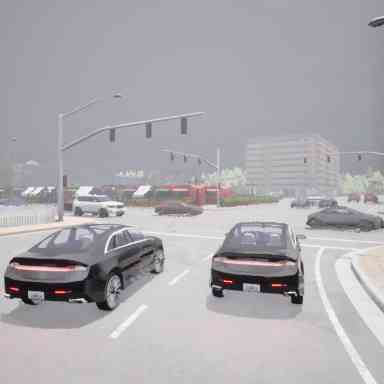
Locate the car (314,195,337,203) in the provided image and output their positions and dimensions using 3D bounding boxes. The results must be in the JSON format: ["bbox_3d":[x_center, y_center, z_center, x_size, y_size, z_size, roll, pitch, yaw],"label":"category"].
[{"bbox_3d":[18.590,1.491,45.307,2.128,1.511,4.902,0,0,32],"label":"car"}]

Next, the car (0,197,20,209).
[{"bbox_3d":[-25.984,1.533,45.706,5.008,1.535,1.882,0,0,32],"label":"car"}]

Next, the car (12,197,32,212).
[{"bbox_3d":[-20.392,1.407,38.108,4.553,1.767,2.097,0,0,32],"label":"car"}]

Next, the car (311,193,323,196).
[{"bbox_3d":[21.106,1.221,56.454,2.150,2.045,5.566,0,0,31],"label":"car"}]

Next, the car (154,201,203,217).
[{"bbox_3d":[-1.315,1.571,31.501,4.674,1.442,1.812,-1,0,17],"label":"car"}]

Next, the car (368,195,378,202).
[{"bbox_3d":[42.163,1.524,77.348,1.812,1.442,4.674,0,0,31],"label":"car"}]

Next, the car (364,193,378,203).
[{"bbox_3d":[36.645,1.225,68.314,2.150,2.045,5.566,0,0,31],"label":"car"}]

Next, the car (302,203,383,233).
[{"bbox_3d":[9.042,1.582,19.829,4.181,1.385,1.994,0,0,32],"label":"car"}]

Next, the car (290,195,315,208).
[{"bbox_3d":[15.485,1.547,47.290,2.033,1.411,5.357,0,0,31],"label":"car"}]

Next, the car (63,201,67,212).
[{"bbox_3d":[-12.623,1.533,37.400,5.008,1.535,1.882,0,0,32],"label":"car"}]

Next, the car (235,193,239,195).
[{"bbox_3d":[11.184,1.209,88.562,4.605,1.855,1.932,0,0,32],"label":"car"}]

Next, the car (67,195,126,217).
[{"bbox_3d":[-8.626,1.277,30.731,5.566,2.045,2.150,0,0,33],"label":"car"}]

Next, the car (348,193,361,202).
[{"bbox_3d":[36.687,1.225,75.098,2.150,2.045,5.566,0,0,31],"label":"car"}]

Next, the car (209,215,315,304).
[{"bbox_3d":[1.746,1.492,8.255,2.128,1.511,4.902,0,0,16],"label":"car"}]

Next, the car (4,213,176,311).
[{"bbox_3d":[-2.071,1.492,7.862,2.128,1.511,4.902,0,0,12],"label":"car"}]
